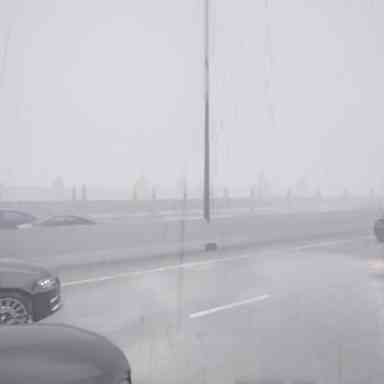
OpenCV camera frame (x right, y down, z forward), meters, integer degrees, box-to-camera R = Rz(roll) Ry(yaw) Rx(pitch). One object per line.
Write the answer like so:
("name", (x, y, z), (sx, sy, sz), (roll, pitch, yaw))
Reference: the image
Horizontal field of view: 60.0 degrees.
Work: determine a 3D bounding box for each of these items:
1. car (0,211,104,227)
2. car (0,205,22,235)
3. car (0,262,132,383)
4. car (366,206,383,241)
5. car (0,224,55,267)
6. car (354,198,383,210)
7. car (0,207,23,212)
("car", (-5.356, 1.565, 13.069), (4.181, 1.385, 1.994), (0, 0, -35))
("car", (-11.640, 1.505, 17.185), (4.892, 1.490, 1.837), (0, 0, -35))
("car", (-2.602, 1.526, 1.890), (4.674, 1.442, 1.812), (0, 0, -35))
("car", (10.303, 1.506, 15.395), (4.892, 1.490, 1.837), (0, 0, -35))
("car", (-4.516, 1.492, 4.825), (4.902, 1.511, 2.128), (0, 0, -36))
("car", (21.693, 1.494, 40.465), (4.902, 1.511, 2.128), (0, 0, -32))
("car", (-8.912, 1.478, 14.832), (5.008, 1.535, 1.882), (0, 0, -35))
